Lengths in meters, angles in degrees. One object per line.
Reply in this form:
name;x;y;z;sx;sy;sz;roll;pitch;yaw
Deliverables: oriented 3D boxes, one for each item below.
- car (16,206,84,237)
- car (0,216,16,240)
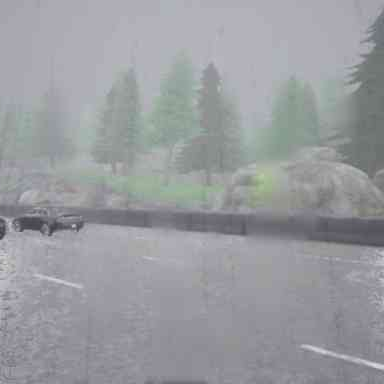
car;-7.982;1.526;18.332;4.902;1.511;2.128;0;0;36
car;-10.773;1.538;16.026;4.892;1.490;1.837;0;0;36
